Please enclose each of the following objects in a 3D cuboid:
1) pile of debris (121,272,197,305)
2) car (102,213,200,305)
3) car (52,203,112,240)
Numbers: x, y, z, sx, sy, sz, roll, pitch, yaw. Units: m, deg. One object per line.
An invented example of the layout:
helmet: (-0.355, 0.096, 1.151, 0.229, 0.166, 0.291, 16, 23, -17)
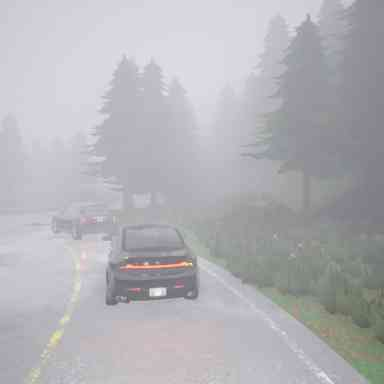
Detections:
pile of debris: (-0.851, 2.175, 7.698, 1.500, 0.140, 1.860, 0, 0, -14)
car: (-1.108, 1.504, 8.188, 1.837, 1.490, 4.892, 0, 0, -12)
car: (-5.704, 1.351, 17.408, 2.097, 1.767, 4.553, 0, 0, -39)
